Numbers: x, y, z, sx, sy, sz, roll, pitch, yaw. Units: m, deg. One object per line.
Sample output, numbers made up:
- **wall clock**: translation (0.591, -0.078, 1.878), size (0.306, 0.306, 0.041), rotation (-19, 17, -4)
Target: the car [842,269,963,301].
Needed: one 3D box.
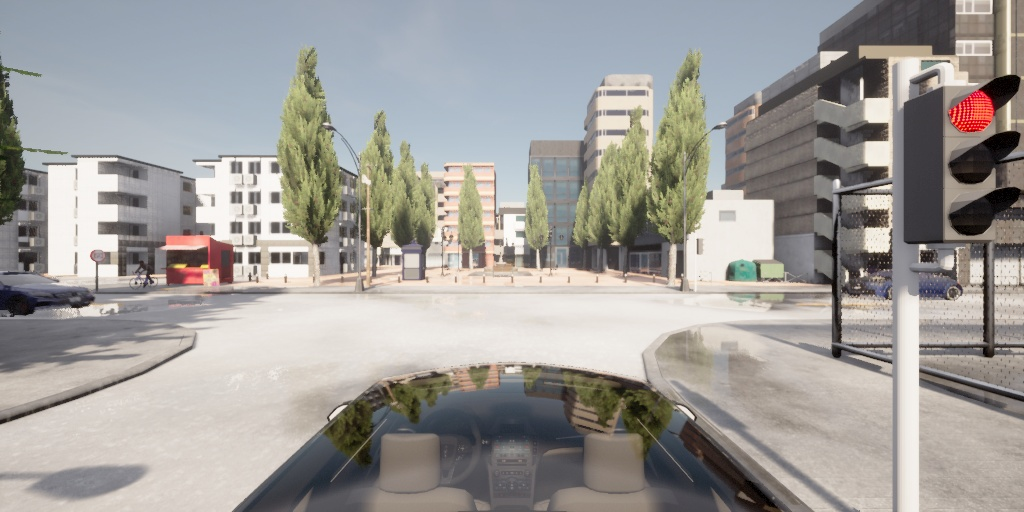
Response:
- **car**: translation (18.210, 1.313, 16.853), size (4.181, 1.385, 1.994), rotation (0, 0, 0)

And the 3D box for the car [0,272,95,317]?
- **car**: translation (-17.748, 1.275, 12.642), size (4.674, 1.442, 1.812), rotation (0, 0, 0)

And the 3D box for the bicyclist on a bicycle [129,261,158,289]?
- **bicyclist on a bicycle**: translation (-21.561, 1.098, 21.015), size (0.582, 1.620, 1.656), rotation (0, 0, 0)
